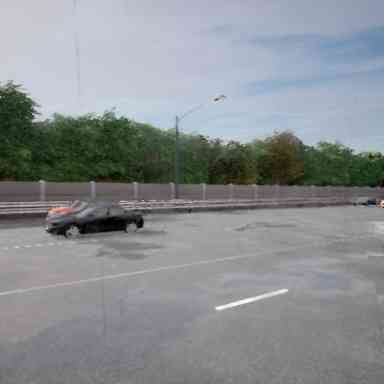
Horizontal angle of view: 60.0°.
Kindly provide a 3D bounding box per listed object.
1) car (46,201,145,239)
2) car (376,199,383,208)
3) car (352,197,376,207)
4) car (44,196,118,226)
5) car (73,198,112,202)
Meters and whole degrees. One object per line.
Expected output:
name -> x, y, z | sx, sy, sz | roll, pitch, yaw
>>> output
car -> -4.914, 1.460, 17.386 | 5.008, 1.535, 1.882 | 0, 0, -37
car -> 28.336, 1.343, 46.583 | 4.553, 1.767, 2.097 | 0, 0, -36
car -> 25.659, 1.418, 49.019 | 5.357, 1.411, 2.033 | 0, -1, -37
car -> -7.929, 1.269, 23.886 | 4.553, 1.767, 2.097 | -3, 2, -37
car -> -6.335, 1.330, 20.693 | 4.553, 1.767, 2.097 | 0, 0, -37
